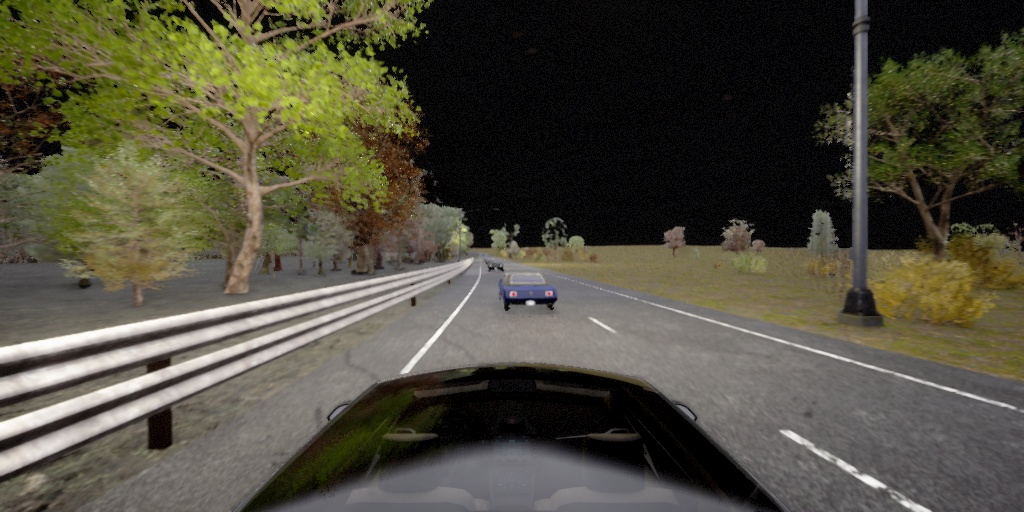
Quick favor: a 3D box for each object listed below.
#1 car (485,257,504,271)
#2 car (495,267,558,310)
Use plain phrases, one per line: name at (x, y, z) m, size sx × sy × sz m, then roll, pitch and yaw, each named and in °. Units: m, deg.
car at (-2.038, 1.149, 43.501) m, size 1.895 × 1.301 × 4.718 m, roll 0°, pitch 0°, yaw -5°
car at (0.457, 1.295, 14.344) m, size 1.895 × 1.301 × 4.718 m, roll 0°, pitch 0°, yaw -5°
